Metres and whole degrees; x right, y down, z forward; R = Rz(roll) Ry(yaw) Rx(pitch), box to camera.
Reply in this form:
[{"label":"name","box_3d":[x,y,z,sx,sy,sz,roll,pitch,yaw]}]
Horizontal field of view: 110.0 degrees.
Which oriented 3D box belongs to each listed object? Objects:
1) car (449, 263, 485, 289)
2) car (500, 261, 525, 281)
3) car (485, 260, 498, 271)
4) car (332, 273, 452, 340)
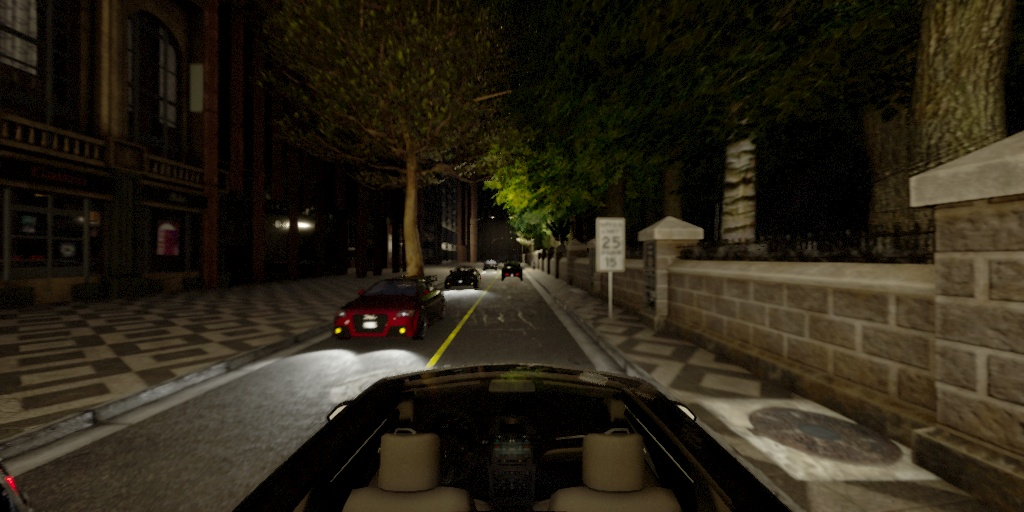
[{"label":"car","box_3d":[-3.081,1.335,23.369,1.994,1.385,4.181,0,0,0]},{"label":"car","box_3d":[0.020,1.291,31.046,1.837,1.490,4.892,0,0,0]},{"label":"car","box_3d":[-2.986,1.363,50.355,2.128,1.511,4.902,0,0,0]},{"label":"car","box_3d":[-3.089,1.319,9.824,1.994,1.385,4.181,0,0,0]}]
